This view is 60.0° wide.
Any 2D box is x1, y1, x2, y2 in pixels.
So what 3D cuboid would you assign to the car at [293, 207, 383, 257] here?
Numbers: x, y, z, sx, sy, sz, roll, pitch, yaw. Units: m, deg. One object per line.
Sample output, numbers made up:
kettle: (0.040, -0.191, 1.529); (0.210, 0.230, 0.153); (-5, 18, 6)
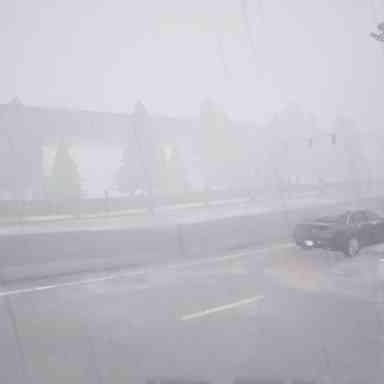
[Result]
car: (5.755, 1.308, 12.196); (4.892, 1.490, 1.837); (-3, 2, -36)
